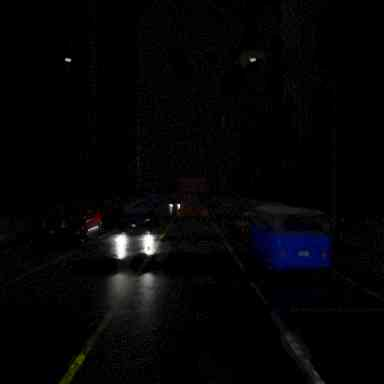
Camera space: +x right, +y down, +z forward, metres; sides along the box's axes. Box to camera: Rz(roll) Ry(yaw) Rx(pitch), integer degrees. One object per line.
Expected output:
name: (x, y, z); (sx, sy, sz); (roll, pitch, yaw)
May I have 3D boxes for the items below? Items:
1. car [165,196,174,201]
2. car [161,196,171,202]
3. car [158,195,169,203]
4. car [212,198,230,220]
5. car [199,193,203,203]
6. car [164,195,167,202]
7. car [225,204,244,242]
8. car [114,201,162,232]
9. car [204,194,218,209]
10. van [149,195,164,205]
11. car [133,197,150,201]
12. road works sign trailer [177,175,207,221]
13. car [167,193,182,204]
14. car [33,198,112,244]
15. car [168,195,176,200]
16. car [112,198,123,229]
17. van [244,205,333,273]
car: (-5.670, 1.556, 83.674); (1.802, 1.307, 4.206); (0, 0, 0)
car: (-5.670, 1.509, 72.396); (1.887, 1.381, 4.507); (0, 0, 0)
car: (-5.670, 1.399, 66.757); (1.967, 1.590, 4.097); (0, 0, 0)
car: (2.865, 1.501, 27.470); (1.752, 1.417, 4.829); (0, 0, 1)
car: (2.856, 1.269, 61.105); (2.192, 1.841, 5.009); (0, 0, 0)
car: (-5.669, 1.517, 55.479); (1.947, 1.339, 4.313); (0, 0, 0)
car: (2.859, 1.517, 16.157); (1.752, 1.417, 4.829); (0, 0, 0)
car: (-3.101, 1.513, 19.992); (1.812, 1.442, 4.674); (0, 0, 0)
car: (2.857, 1.394, 44.186); (1.967, 1.590, 4.097); (0, 0, 0)
van: (-5.667, 1.293, 49.840); (1.690, 1.788, 3.998); (0, 0, 0)
car: (-5.668, 1.494, 32.716); (1.752, 1.417, 4.829); (0, 0, 1)
road works sign trailer: (-0.001, 0.442, 26.579); (2.380, 3.560, 2.880); (0, 0, 0)
car: (-3.042, 1.459, 61.344); (1.837, 1.490, 4.892); (0, 0, 1)
car: (-5.667, 1.307, 16.007); (2.192, 1.841, 5.009); (0, 0, 0)
car: (-5.671, 1.514, 94.781); (1.752, 1.417, 4.829); (0, 0, 0)
car: (-5.667, 1.301, 21.647); (2.192, 1.841, 5.009); (0, 0, 0)
van: (2.859, 1.338, 10.345); (1.690, 1.788, 3.998); (0, 0, 0)
